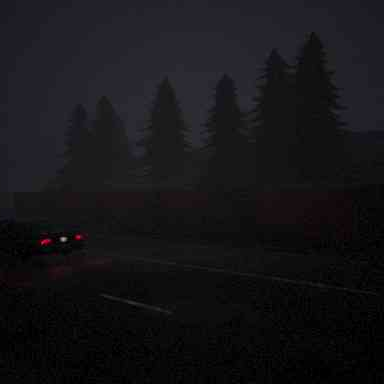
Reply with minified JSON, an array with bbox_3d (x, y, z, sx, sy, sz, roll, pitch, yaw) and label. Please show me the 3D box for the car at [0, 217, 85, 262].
[{"bbox_3d":[-6.390,1.683,12.744,5.357,1.411,2.033,-1,0,36],"label":"car"}]
